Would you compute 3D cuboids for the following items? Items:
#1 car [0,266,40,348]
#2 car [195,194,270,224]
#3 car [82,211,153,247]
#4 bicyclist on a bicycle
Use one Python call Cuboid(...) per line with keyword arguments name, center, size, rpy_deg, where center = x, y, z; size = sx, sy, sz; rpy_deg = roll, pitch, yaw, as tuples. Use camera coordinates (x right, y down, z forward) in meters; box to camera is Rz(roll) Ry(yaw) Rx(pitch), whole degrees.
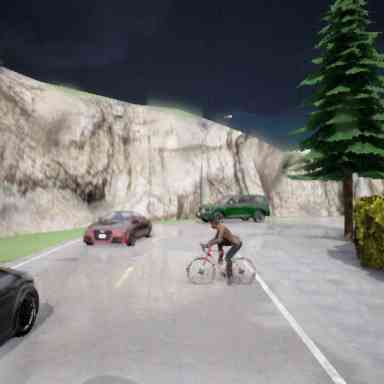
Cuboid(name="car", center=(-3.545, 1.561, 3.850), size=(1.994, 1.385, 4.181), rpy_deg=(0, 0, 1))
Cuboid(name="car", center=(3.027, 1.201, 24.153), size=(5.566, 2.045, 2.150), rpy_deg=(0, 0, -23))
Cuboid(name="car", center=(-3.187, 1.552, 15.005), size=(1.994, 1.385, 4.181), rpy_deg=(0, 0, 10))
Cuboid(name="bicyclist on a bicycle", center=(0.702, 1.446, 7.966), size=(1.656, 1.620, 0.582), rpy_deg=(0, 0, 0))
